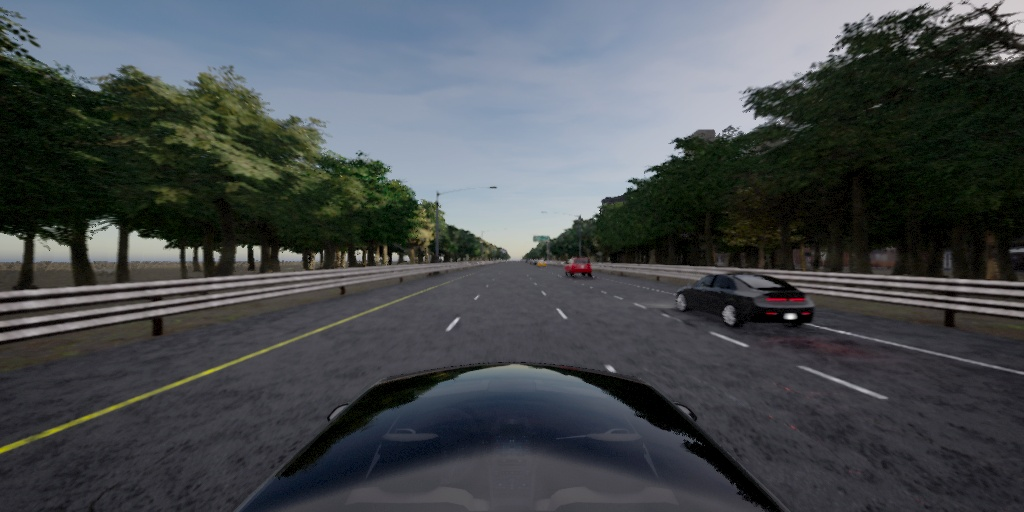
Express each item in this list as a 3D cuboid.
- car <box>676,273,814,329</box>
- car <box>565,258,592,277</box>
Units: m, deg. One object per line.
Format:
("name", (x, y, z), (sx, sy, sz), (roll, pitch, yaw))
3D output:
("car", (7.001, 1.285, 11.438), (1.837, 1.490, 4.892), (0, 0, 0))
("car", (7.061, 1.204, 38.593), (2.150, 2.045, 5.566), (0, -1, 0))
